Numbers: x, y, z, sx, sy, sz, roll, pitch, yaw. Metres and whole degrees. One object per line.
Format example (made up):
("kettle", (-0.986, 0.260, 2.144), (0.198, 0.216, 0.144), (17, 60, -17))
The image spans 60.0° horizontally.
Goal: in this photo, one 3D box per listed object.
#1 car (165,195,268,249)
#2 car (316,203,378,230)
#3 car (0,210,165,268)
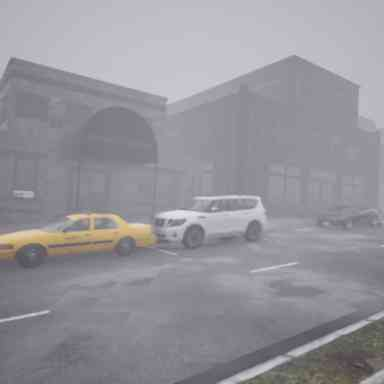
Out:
("car", (0.907, 1.176, 14.581), (5.566, 2.045, 2.435), (0, 0, -36))
("car", (9.873, 1.470, 21.032), (4.792, 1.488, 2.163), (0, 0, -36))
("car", (-3.812, 1.417, 11.193), (5.366, 1.575, 1.946), (0, 0, -36))
